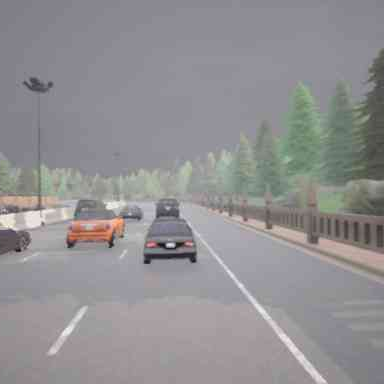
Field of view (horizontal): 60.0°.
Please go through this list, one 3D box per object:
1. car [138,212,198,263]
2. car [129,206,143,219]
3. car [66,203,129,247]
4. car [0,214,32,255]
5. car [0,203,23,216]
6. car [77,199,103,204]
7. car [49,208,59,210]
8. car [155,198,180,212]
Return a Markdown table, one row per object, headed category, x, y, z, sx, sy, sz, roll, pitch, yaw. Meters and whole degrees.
| category | x | y | z | sx | sy | sz | roll | pitch | yaw |
| --- | --- | --- | --- | --- | --- | --- | --- | --- | --- |
| car | -0.841 | 1.712 | 12.740 | 2.033 | 1.411 | 5.357 | -1 | -1 | -4 |
| car | -5.890 | 2.031 | 32.587 | 1.994 | 1.385 | 4.181 | -1 | -1 | -4 |
| car | -4.643 | 1.614 | 16.643 | 2.097 | 1.767 | 4.553 | -1 | -1 | -4 |
| car | -7.818 | 1.798 | 12.179 | 2.033 | 1.411 | 5.357 | -1 | -1 | -4 |
| car | -24.519 | 2.344 | 44.105 | 2.128 | 1.511 | 4.902 | -1 | -1 | -4 |
| car | -9.287 | 1.715 | 31.065 | 2.150 | 2.045 | 5.566 | -1 | -1 | -4 |
| car | -17.515 | 2.325 | 44.282 | 1.994 | 1.385 | 4.181 | -1 | -1 | -4 |
| car | -2.307 | 1.627 | 31.588 | 2.150 | 2.045 | 5.566 | -1 | -1 | -4 |
